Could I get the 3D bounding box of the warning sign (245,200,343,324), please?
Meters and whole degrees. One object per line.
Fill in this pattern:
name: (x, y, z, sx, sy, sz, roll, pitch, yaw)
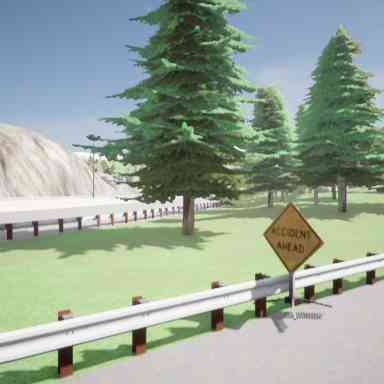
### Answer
warning sign: (1.791, 1.099, 5.935, 1.060, 1.860, 1.300, 0, 0, -35)
